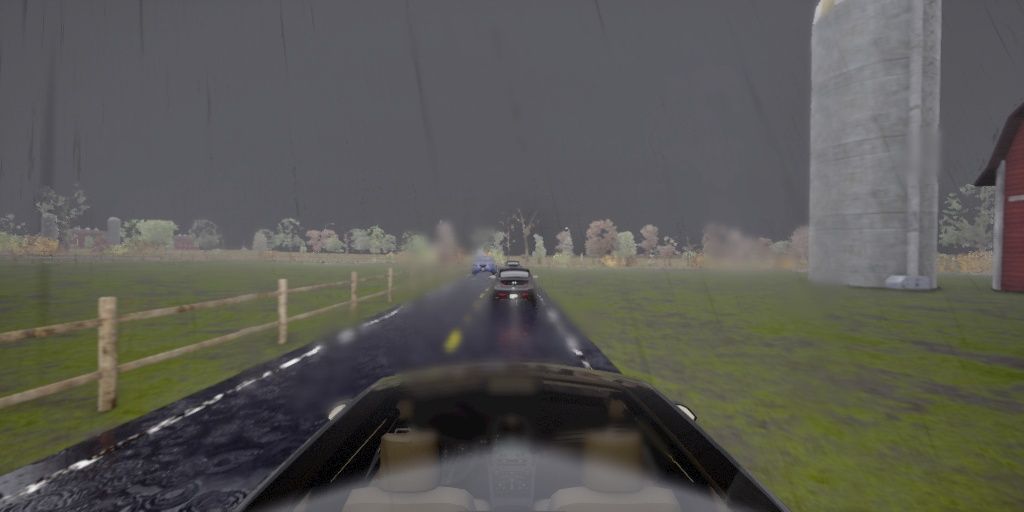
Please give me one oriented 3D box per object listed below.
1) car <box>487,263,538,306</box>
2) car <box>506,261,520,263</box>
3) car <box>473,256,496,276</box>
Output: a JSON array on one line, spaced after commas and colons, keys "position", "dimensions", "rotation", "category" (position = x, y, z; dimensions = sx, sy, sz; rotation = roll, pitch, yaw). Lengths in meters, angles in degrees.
[{"position": [0.101, 1.249, 15.674], "dimensions": [1.837, 1.490, 4.892], "rotation": [0, 0, 0], "category": "car"}, {"position": [0.100, 1.251, 36.552], "dimensions": [1.837, 1.490, 4.892], "rotation": [0, 0, 0], "category": "car"}, {"position": [-2.843, 0.972, 37.910], "dimensions": [2.150, 2.045, 5.566], "rotation": [0, 0, 0], "category": "car"}]
